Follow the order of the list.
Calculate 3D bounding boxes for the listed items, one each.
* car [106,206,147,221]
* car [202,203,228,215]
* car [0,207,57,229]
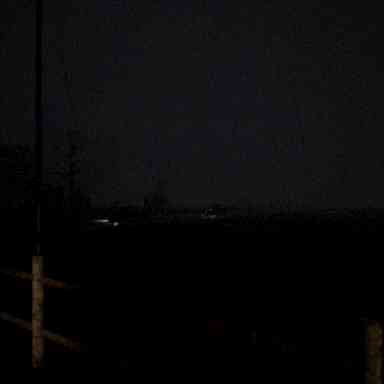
[{"bbox_3d":[-6.490,2.073,33.264,1.994,1.385,4.181,1,-1,36],"label":"car"},{"bbox_3d":[3.318,2.372,46.957,1.837,1.490,4.892,1,-1,36],"label":"car"},{"bbox_3d":[-12.784,1.826,24.467,2.033,1.411,5.357,1,-1,35],"label":"car"}]
